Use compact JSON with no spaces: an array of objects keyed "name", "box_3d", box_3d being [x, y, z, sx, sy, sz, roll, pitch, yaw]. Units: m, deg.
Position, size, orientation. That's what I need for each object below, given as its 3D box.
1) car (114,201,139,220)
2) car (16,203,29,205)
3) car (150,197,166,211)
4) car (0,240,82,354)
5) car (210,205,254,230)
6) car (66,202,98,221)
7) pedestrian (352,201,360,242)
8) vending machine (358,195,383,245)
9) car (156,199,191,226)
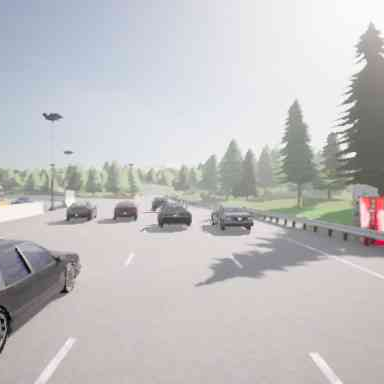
[{"name":"car","box_3d":[-5.620,1.514,28.645,1.882,1.535,5.008,0,0,-8]},{"name":"car","box_3d":[-23.467,1.460,46.669,2.097,1.767,4.553,0,0,-14]},{"name":"car","box_3d":[-3.728,1.356,38.611,1.837,1.490,4.892,0,0,-11]},{"name":"car","box_3d":[-3.558,1.560,5.777,2.033,1.411,5.357,0,0,-2]},{"name":"car","box_3d":[2.406,1.561,21.119,2.033,1.411,5.357,0,0,-6]},{"name":"car","box_3d":[-8.966,1.534,27.339,2.128,1.511,4.902,0,0,-8]},{"name":"pedestrian","box_3d":[7.606,1.292,15.145,0.375,1.860,0.375,0,0,-4]},{"name":"vending machine","box_3d":[7.966,1.192,14.428,1.100,2.100,0.880,0,0,-4]},{"name":"car","box_3d":[-1.187,1.389,21.633,1.994,1.385,4.181,0,0,-6]}]
